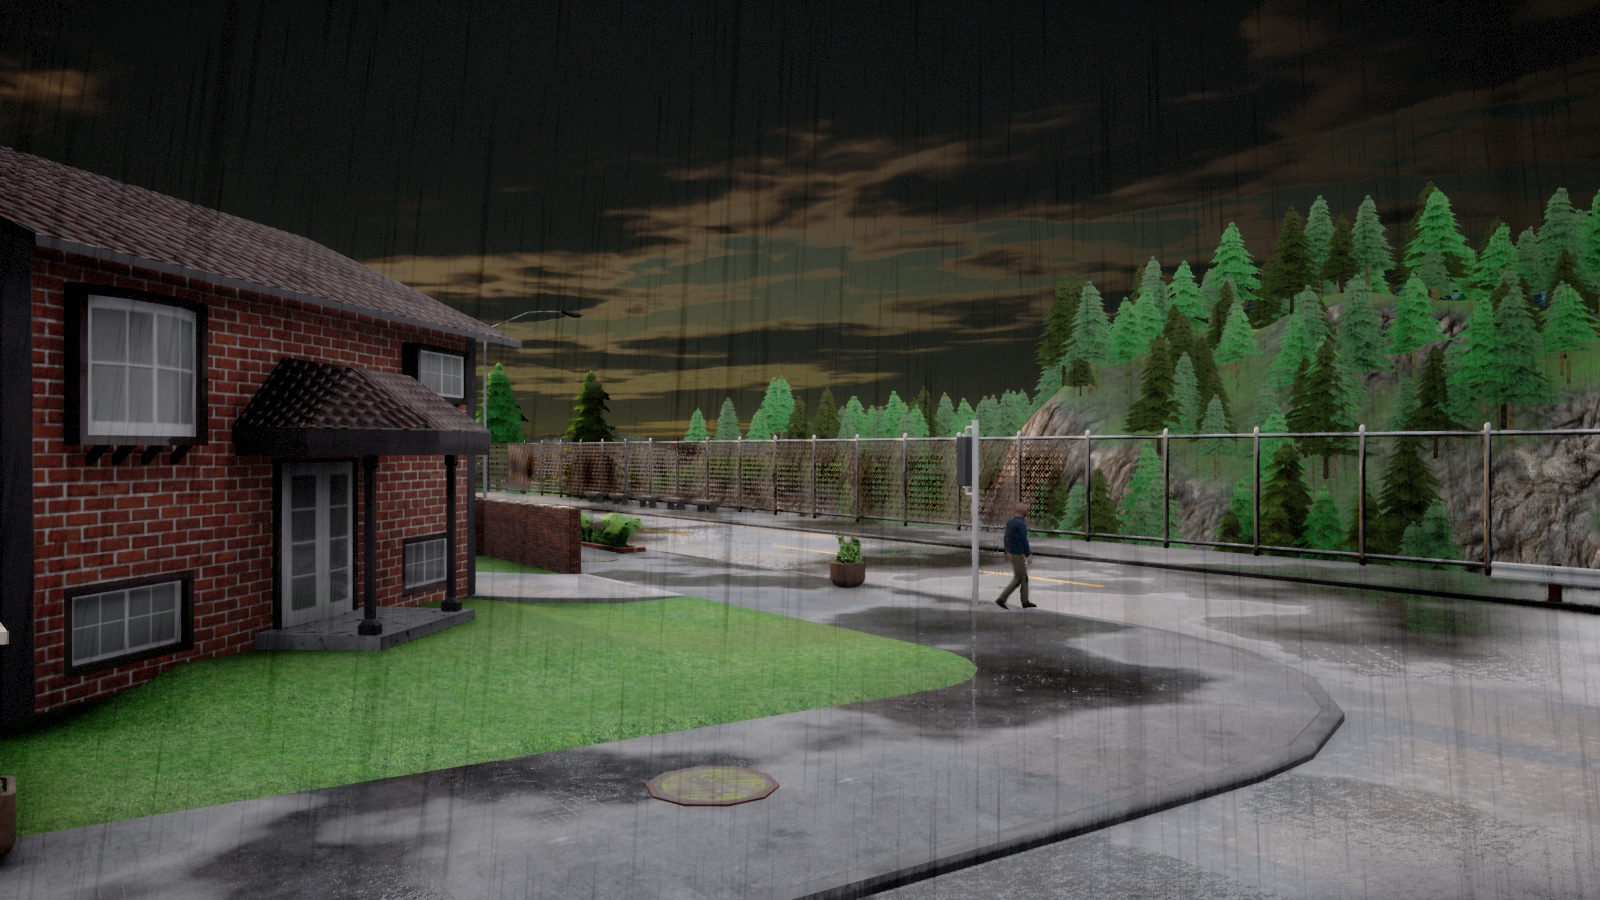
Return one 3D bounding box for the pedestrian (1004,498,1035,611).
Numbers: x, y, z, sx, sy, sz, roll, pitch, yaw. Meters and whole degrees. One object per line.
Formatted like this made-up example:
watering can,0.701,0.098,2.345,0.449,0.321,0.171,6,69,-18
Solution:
pedestrian,3.682,1.745,19.186,0.375,1.860,0.375,0,0,-15
